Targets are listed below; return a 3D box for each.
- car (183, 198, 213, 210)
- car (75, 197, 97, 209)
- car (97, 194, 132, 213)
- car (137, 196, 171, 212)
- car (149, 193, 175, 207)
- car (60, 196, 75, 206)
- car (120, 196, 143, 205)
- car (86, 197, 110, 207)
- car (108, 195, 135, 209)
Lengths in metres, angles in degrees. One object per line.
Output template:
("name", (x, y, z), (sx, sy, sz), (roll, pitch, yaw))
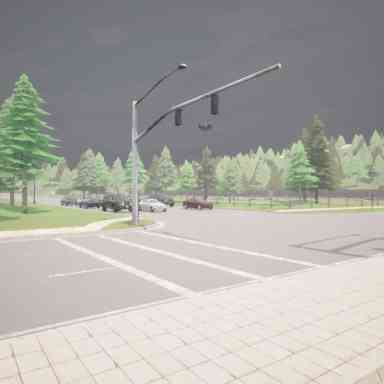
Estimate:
("car", (0.734, 1.477, 42.888), (1.882, 1.535, 5.008), (0, 0, -35))
("car", (-14.148, 1.601, 45.801), (1.895, 1.301, 4.718), (0, 0, -35))
("car", (-8.522, 1.221, 37.813), (2.150, 2.045, 5.566), (0, 0, -36))
("car", (-4.653, 1.526, 38.412), (1.812, 1.442, 4.674), (0, 0, -35))
("car", (-4.842, 1.221, 50.820), (2.150, 2.045, 5.566), (0, 0, -35))
("car", (-20.070, 1.505, 54.254), (1.837, 1.490, 4.892), (0, 0, -35))
("car", (-10.965, 1.547, 59.583), (2.033, 1.411, 5.357), (0, 0, -35))
("car", (-15.163, 1.547, 53.341), (2.033, 1.411, 5.357), (0, 0, -35))
("car", (-9.707, 1.352, 45.570), (2.097, 1.767, 4.553), (0, 0, -35))
